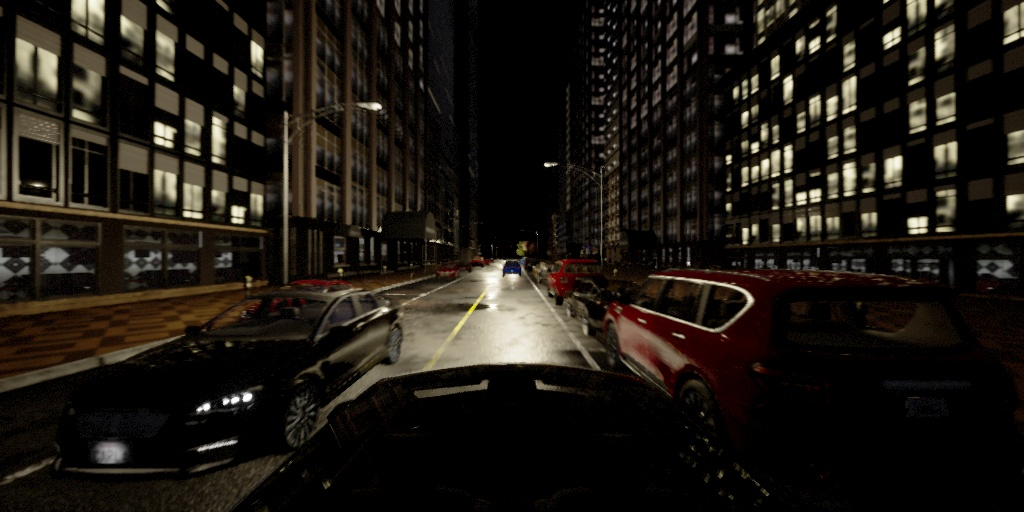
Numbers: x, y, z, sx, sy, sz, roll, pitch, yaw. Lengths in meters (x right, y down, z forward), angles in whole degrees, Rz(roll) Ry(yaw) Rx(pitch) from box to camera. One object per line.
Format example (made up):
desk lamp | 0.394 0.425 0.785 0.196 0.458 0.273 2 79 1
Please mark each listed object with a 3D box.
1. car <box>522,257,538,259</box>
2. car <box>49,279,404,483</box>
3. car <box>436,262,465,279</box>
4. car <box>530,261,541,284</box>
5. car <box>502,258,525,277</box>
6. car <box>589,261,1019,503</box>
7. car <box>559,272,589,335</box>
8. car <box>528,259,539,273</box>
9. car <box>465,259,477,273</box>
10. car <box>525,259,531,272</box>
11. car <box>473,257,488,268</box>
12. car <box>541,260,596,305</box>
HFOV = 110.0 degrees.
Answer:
car | 2.692 1.064 49.029 2.192 1.841 5.009 0 0 0
car | -3.050 1.242 5.192 2.128 1.511 4.902 0 0 0
car | -5.689 1.332 32.411 1.802 1.307 4.207 0 0 0
car | 2.691 1.300 26.872 2.007 1.370 4.403 0 0 0
car | 0.006 1.227 35.236 1.882 1.535 5.008 0 0 0
car | 2.690 1.065 4.715 2.192 1.841 5.009 0 0 0
car | 2.690 1.316 10.254 1.948 1.339 4.313 0 0 0
car | 2.691 1.275 32.581 1.751 1.417 4.829 0 0 0
car | -5.689 1.331 43.489 1.802 1.307 4.207 0 0 0
car | 2.692 1.315 43.490 1.948 1.339 4.313 0 0 0
car | -5.689 1.062 60.107 2.192 1.841 5.009 0 0 0
car | 2.691 1.065 15.793 2.192 1.841 5.009 0 0 0
